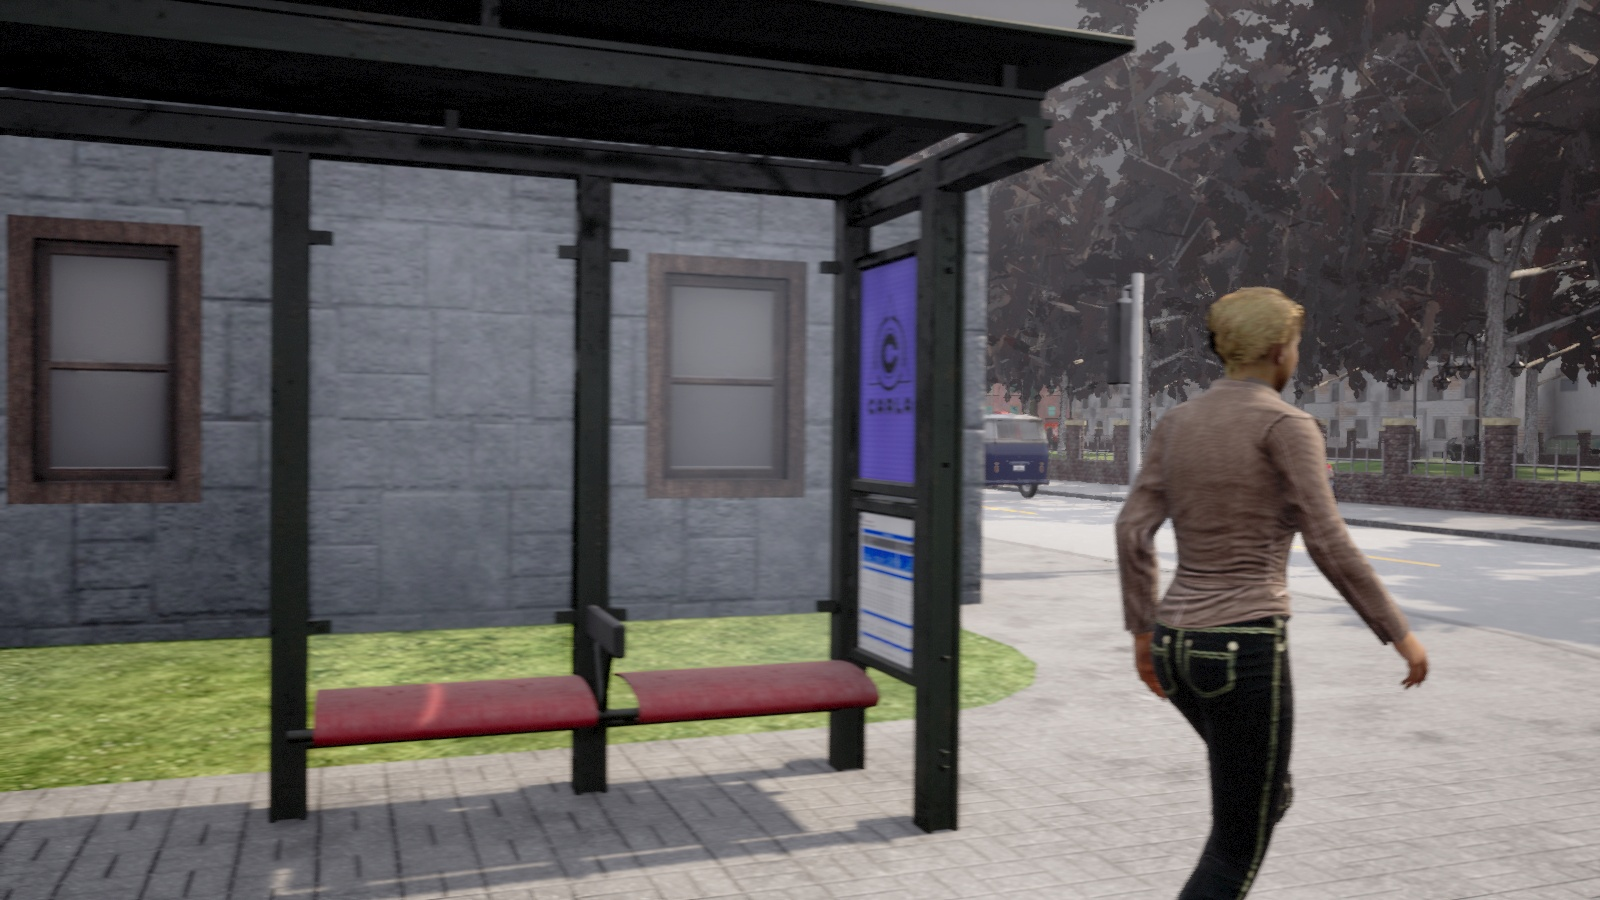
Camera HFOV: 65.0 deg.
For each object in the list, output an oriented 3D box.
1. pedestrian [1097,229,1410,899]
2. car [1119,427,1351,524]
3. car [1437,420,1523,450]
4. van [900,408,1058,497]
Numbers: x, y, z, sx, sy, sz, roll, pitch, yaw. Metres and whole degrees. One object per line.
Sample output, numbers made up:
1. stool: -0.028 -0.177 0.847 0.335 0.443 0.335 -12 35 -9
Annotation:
1. pedestrian: 1.067 0.448 2.959 0.634 1.846 0.331 -1 1 -24
2. car: 7.415 0.380 21.761 1.845 1.501 3.633 -1 1 -22
3. car: 37.896 -0.848 70.029 1.851 1.617 3.988 -1 1 -20
4. van: 4.231 0.013 30.444 1.775 1.987 4.442 -1 1 -22
